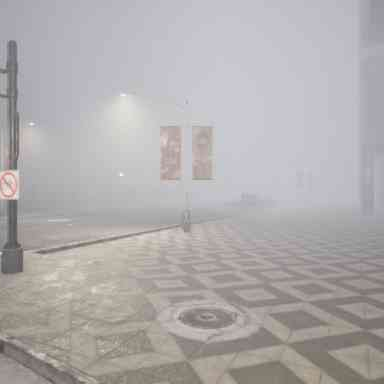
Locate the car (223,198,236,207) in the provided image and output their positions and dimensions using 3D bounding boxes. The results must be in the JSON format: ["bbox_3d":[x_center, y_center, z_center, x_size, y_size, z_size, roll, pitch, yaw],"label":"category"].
[{"bbox_3d":[6.221,1.569,49.020,1.895,1.301,4.718,0,0,27],"label":"car"}]

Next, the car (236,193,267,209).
[{"bbox_3d":[8.270,1.188,45.801,2.150,2.045,5.566,0,0,27],"label":"car"}]

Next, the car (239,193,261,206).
[{"bbox_3d":[9.888,1.182,56.582,2.150,2.045,5.566,0,0,26],"label":"car"}]

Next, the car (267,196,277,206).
[{"bbox_3d":[12.794,1.448,55.126,2.128,1.511,4.902,0,0,26],"label":"car"}]
